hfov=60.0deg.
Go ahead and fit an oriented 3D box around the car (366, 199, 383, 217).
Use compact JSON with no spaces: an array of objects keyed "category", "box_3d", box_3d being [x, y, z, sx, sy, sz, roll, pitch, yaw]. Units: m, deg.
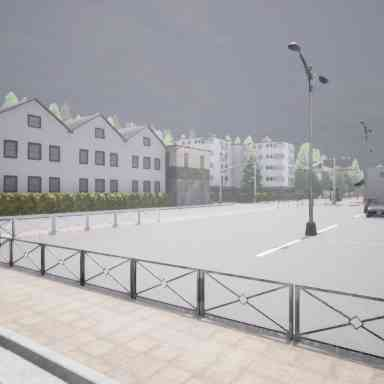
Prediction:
[{"category":"car","box_3d":[15.349,1.298,26.857,2.007,1.523,4.514,0,0,35]}]
